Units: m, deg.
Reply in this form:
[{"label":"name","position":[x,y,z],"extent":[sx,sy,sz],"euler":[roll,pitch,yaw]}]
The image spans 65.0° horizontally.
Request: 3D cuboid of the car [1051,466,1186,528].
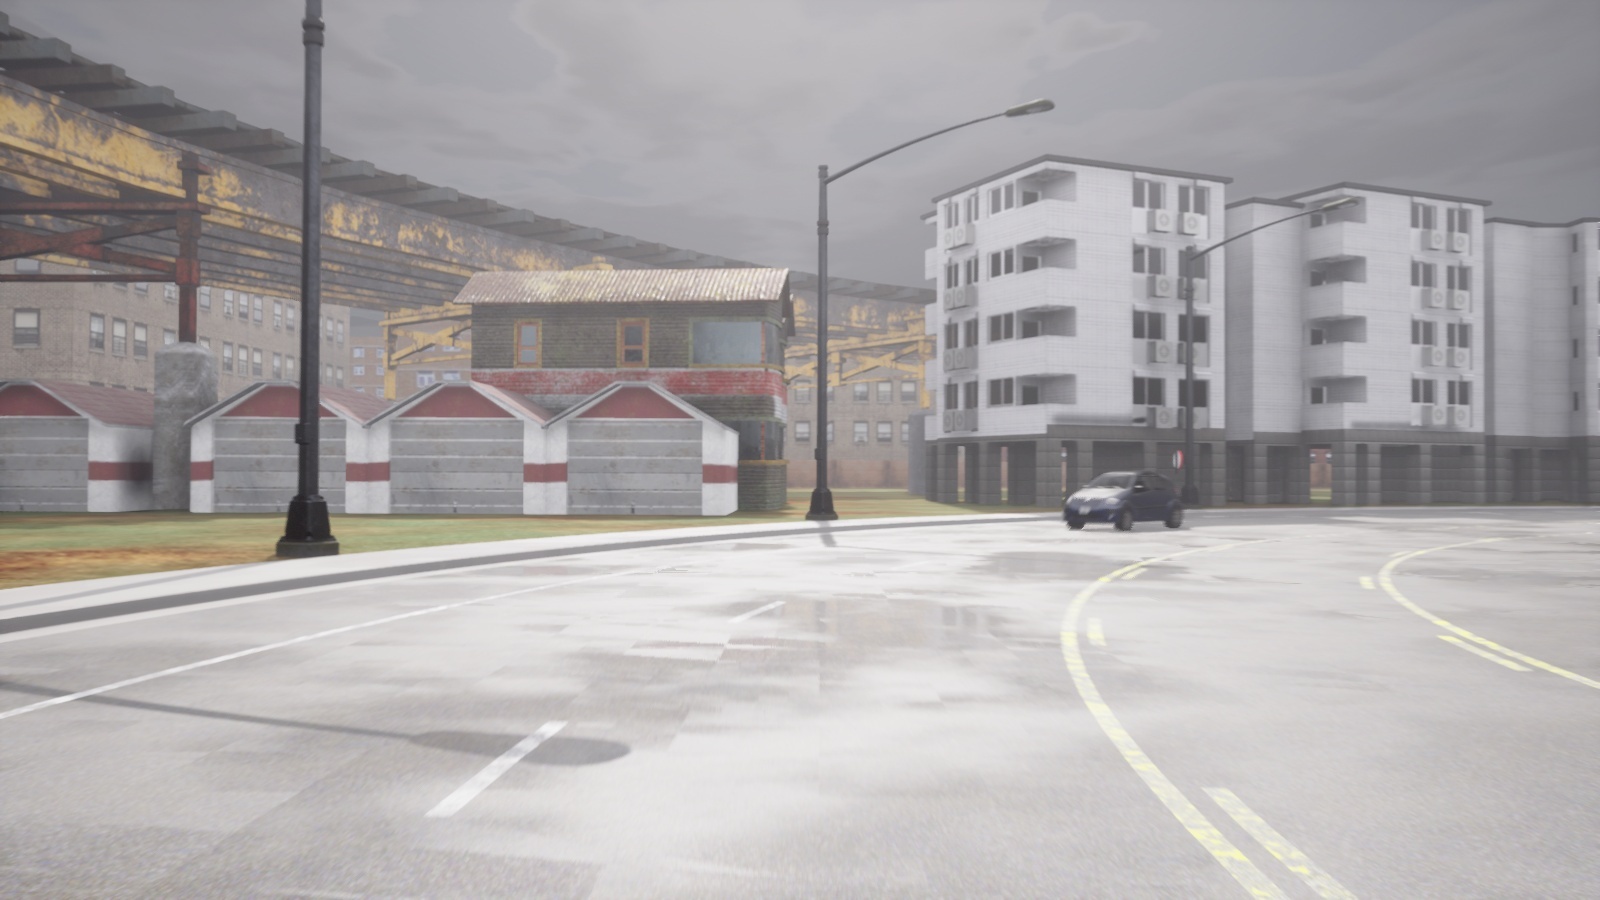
[{"label":"car","position":[8.848,1.264,34.681],"extent":[1.851,1.617,3.988],"euler":[-1,-1,44]}]
